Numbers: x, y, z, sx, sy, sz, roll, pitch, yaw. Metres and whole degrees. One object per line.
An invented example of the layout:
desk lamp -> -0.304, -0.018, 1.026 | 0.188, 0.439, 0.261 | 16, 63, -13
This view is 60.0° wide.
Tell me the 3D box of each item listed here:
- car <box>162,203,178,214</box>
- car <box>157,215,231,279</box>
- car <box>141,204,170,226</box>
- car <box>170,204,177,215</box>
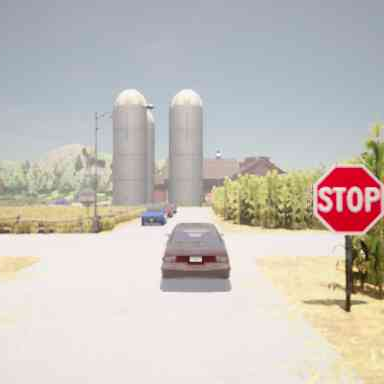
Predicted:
car -> -3.152, 2.454, 49.087 | 2.033, 1.411, 5.357 | 0, -1, 1
car -> 0.093, 1.654, 10.295 | 2.033, 1.411, 5.357 | 0, -1, 0
car -> -3.195, 2.006, 28.676 | 1.882, 1.535, 5.008 | 0, -1, 0
car -> -3.191, 2.218, 38.990 | 1.882, 1.535, 5.008 | 0, -1, 0
